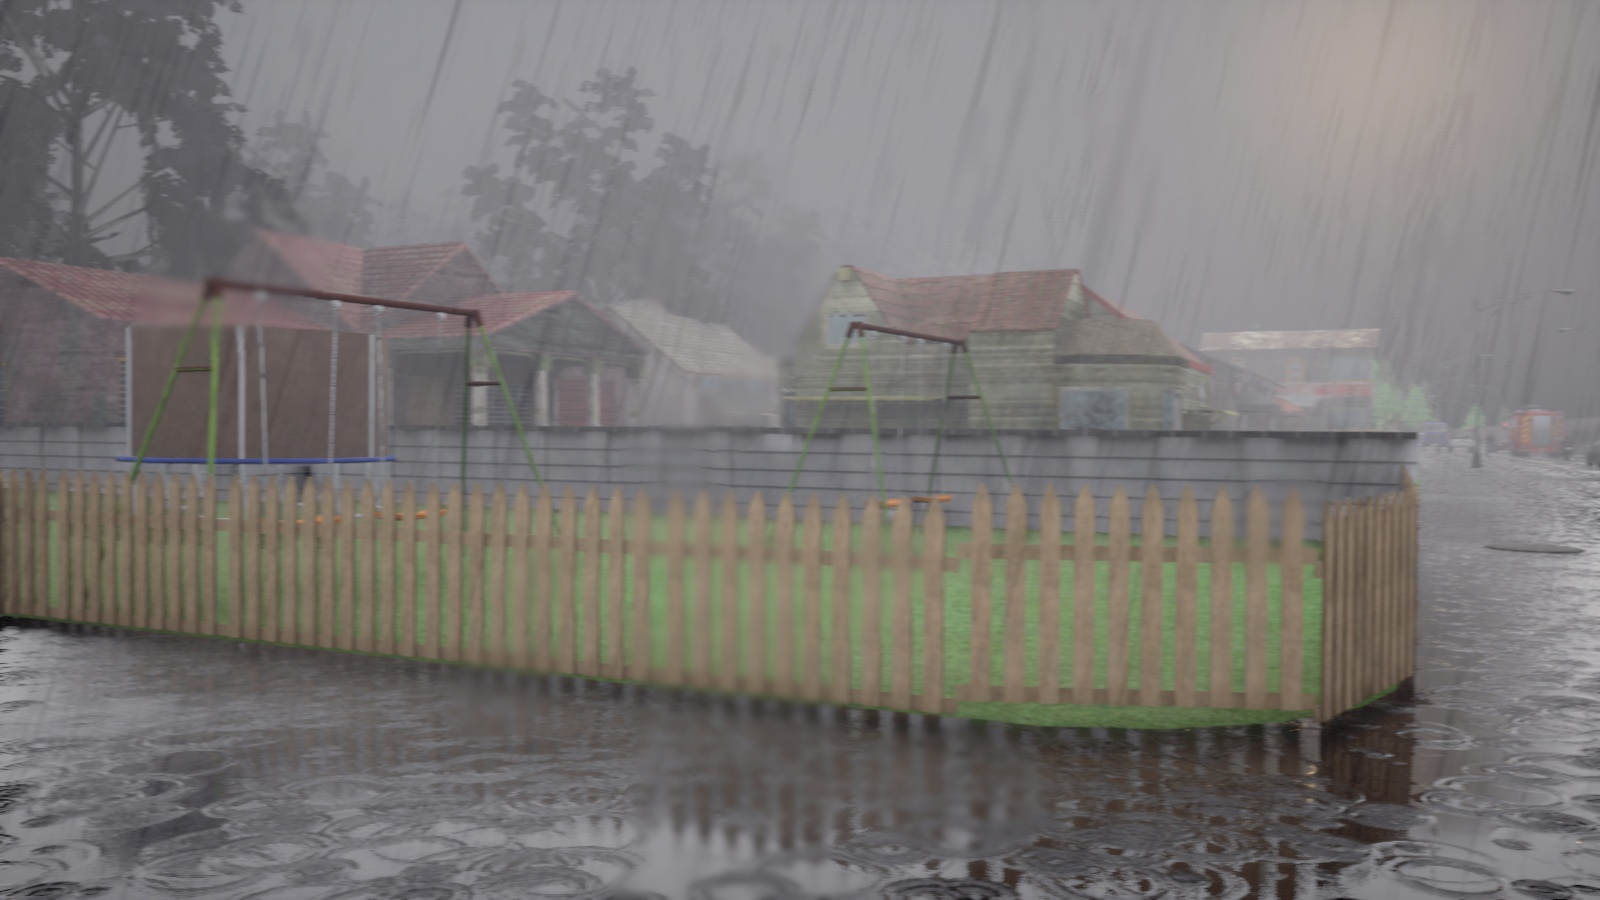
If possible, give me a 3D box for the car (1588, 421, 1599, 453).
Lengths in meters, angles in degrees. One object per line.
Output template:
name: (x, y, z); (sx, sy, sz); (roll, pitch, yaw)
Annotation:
car: (40.531, -0.668, 62.219); (2.007, 1.525, 4.514); (0, 1, 25)
